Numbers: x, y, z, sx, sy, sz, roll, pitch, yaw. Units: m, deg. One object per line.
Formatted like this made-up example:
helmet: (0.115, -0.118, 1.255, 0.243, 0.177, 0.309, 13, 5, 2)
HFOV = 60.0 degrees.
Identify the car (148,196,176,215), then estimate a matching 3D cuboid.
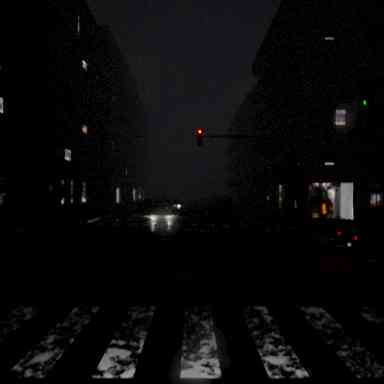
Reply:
car: (-3.018, 1.467, 34.657, 1.882, 1.535, 5.008, 0, 0, 0)

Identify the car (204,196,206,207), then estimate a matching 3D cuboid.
car: (2.788, 1.518, 42.343, 1.752, 1.417, 4.829, 0, 0, 0)

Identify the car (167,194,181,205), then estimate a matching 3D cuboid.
car: (-2.921, 1.565, 58.406, 1.994, 1.385, 4.181, 0, 0, 1)

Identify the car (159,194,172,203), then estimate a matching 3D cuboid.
car: (-5.530, 1.322, 69.934, 2.192, 1.841, 5.009, 0, 0, 0)

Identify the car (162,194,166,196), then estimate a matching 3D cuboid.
car: (-5.569, 1.523, 53.120, 1.752, 1.417, 4.829, 0, 0, 0)

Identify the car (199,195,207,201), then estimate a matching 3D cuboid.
car: (2.888, 1.581, 86.558, 1.887, 1.381, 4.507, 0, 0, 0)

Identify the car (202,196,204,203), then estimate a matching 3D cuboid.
car: (2.800, 1.540, 47.722, 1.887, 1.381, 4.507, 0, 0, 0)

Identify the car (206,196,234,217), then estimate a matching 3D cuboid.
car: (2.762, 1.302, 31.075, 2.192, 1.841, 5.009, 0, 0, 0)

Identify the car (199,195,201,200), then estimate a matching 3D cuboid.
car: (2.850, 1.552, 69.914, 1.887, 1.381, 4.507, 0, 0, 0)

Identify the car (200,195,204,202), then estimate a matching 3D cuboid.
car: (2.812, 1.549, 53.271, 2.008, 1.369, 4.403, 0, 0, 0)

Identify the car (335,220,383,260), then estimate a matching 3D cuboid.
car: (8.042, 1.738, 12.321, 4.718, 1.301, 1.895, 2, 0, 0)

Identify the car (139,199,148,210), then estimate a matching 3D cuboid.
car: (-5.593, 1.558, 42.192, 1.947, 1.339, 4.313, 0, 0, 0)

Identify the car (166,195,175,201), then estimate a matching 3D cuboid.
car: (-5.493, 1.587, 86.577, 2.008, 1.369, 4.403, 0, 0, 0)
